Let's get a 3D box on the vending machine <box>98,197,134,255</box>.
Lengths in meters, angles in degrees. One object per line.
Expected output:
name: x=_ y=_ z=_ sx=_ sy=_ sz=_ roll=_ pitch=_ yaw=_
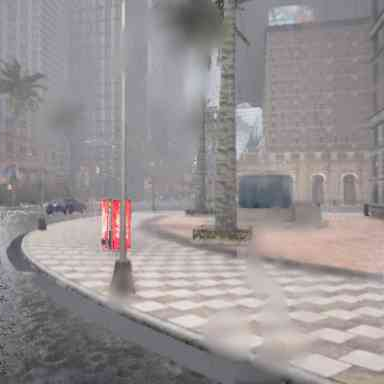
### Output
vending machine: x=-2.959 y=1.266 z=12.948 sx=1.100 sy=2.100 sz=0.880 roll=1 pitch=0 yaw=-34

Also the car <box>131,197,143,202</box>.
car: x=-15.127 y=2.029 z=91.969 sx=2.161 sy=1.482 sz=4.786 roll=0 pitch=0 yaw=11

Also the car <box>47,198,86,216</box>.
car: x=-12.829 y=1.365 z=34.354 sx=2.097 sy=1.767 sz=4.553 roll=0 pitch=0 yaw=12
